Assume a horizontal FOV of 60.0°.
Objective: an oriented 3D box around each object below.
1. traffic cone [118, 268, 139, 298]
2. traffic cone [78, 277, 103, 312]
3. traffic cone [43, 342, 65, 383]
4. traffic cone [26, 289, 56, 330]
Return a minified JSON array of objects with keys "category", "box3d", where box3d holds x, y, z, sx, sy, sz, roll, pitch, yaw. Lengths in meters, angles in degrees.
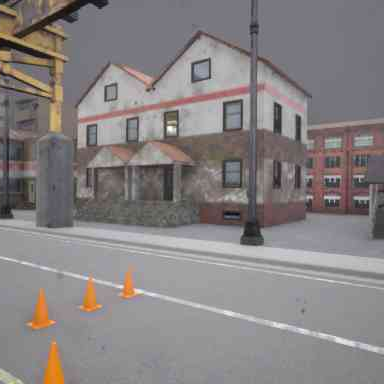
[{"category":"traffic cone","box3d":[-1.386,1.949,7.260,0.340,0.580,0.340,0,0,36]},{"category":"traffic cone","box3d":[-1.972,1.949,6.449,0.340,0.580,0.340,0,0,36]},{"category":"traffic cone","box3d":[-1.520,1.952,3.657,0.340,0.580,0.340,0,0,36]},{"category":"traffic cone","box3d":[-2.557,1.949,5.638,0.340,0.580,0.340,0,0,36]}]
